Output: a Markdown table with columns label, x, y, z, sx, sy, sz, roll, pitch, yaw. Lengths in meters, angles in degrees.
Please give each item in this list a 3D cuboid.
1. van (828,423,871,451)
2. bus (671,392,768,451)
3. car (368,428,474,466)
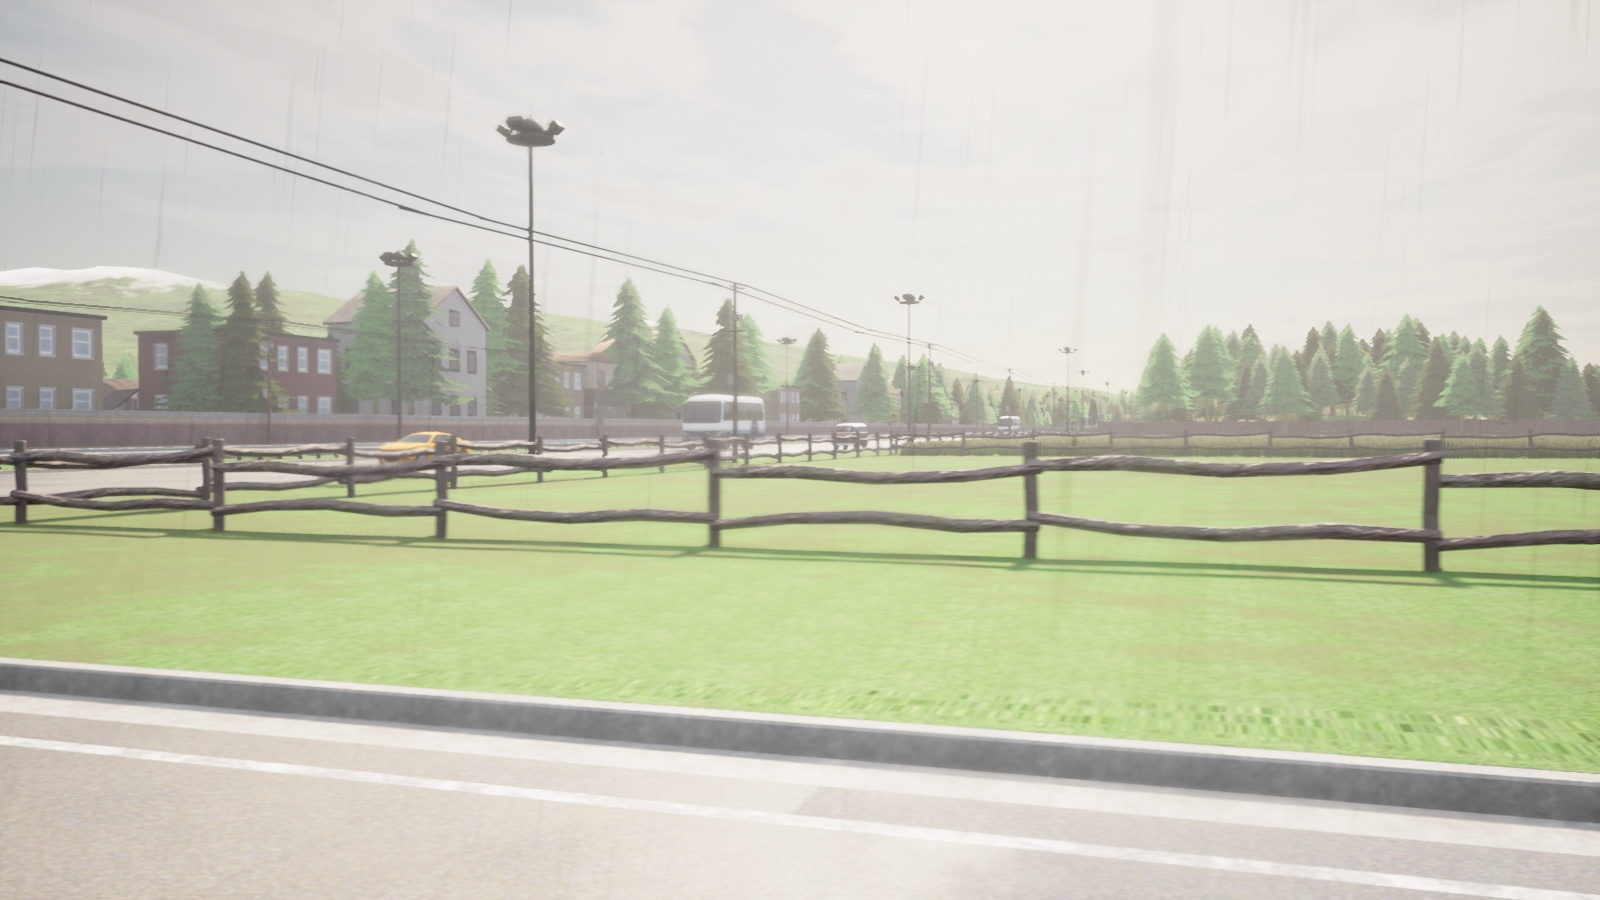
| label | x | y | z | sx | sy | sz | roll | pitch | yaw |
| --- | --- | --- | --- | --- | --- | --- | --- | --- | --- |
| van | 3.691 | -0.958 | 93.255 | 2.069 | 2.038 | 4.480 | 1 | 1 | 18 |
| bus | -6.054 | -2.170 | 97.203 | 3.944 | 4.253 | 10.273 | 1 | 1 | 18 |
| car | -16.316 | -0.166 | 54.381 | 1.882 | 1.535 | 5.008 | 1 | 1 | 18 |
